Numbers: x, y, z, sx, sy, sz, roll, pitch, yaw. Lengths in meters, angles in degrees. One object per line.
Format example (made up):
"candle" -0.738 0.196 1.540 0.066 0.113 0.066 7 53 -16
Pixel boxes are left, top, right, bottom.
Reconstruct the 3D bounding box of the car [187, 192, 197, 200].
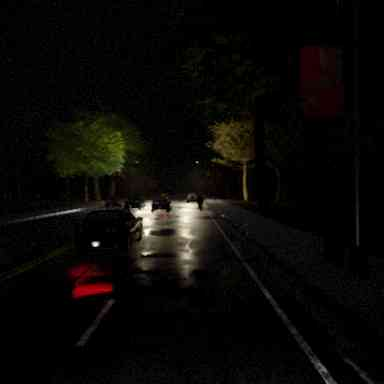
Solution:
"car" -0.006 0.943 74.251 2.097 1.767 4.553 0 0 0

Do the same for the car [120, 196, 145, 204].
"car" -6.595 1.286 38.203 1.837 1.490 4.892 0 0 0

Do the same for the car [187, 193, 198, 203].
"car" 0.083 1.192 58.335 1.812 1.442 4.674 0 0 0

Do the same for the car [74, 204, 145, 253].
"car" -3.153 1.431 13.295 1.837 1.490 4.892 0 0 0

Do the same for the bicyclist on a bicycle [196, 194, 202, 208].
"bicyclist on a bicycle" 0.887 1.123 43.176 0.659 1.776 1.843 0 1 0

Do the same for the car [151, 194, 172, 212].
"car" -3.154 1.292 35.054 2.128 1.511 4.902 0 0 0

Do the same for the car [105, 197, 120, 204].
"car" -9.844 1.354 42.878 1.895 1.301 4.718 0 0 0

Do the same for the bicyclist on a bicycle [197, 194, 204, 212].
"bicyclist on a bicycle" 0.888 1.183 33.059 0.659 1.776 1.843 0 1 0

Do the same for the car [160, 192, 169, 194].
"car" -6.506 0.659 78.809 1.882 1.535 5.008 0 0 0
